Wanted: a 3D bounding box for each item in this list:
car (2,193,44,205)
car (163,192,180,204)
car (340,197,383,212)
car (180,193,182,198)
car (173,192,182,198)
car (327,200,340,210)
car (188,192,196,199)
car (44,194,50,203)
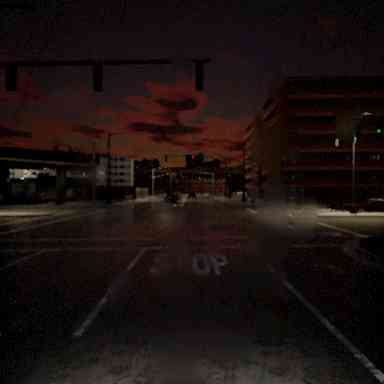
[{"bbox_3d":[-23.437,0.917,45.615,4.611,1.667,2.242,0,0,1],"label":"car"},{"bbox_3d":[-3.294,1.080,51.261,1.837,1.490,4.892,0,0,0],"label":"car"},{"bbox_3d":[17.358,1.332,32.290,4.718,1.301,1.895,0,0,0],"label":"car"},{"bbox_3d":[-3.417,0.798,66.989,2.097,1.767,4.553,0,0,0],"label":"car"},{"bbox_3d":[-3.581,0.720,83.124,1.882,1.535,5.008,0,0,-1],"label":"car"},{"bbox_3d":[16.787,1.266,35.799,4.181,1.385,1.994,0,0,0],"label":"car"},{"bbox_3d":[0.001,0.719,75.789,1.837,1.490,4.892,0,0,-1],"label":"car"},{"bbox_3d":[-24.169,1.030,51.365,3.806,1.475,1.970,0,0,1],"label":"car"}]
